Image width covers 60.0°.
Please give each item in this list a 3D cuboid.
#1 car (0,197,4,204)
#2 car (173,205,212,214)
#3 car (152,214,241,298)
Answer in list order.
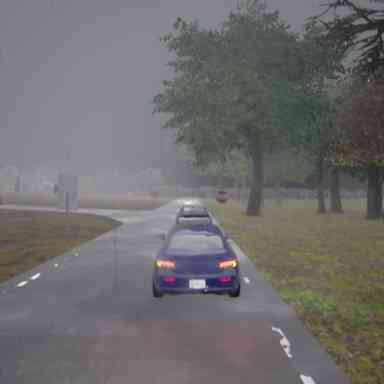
[{"bbox_3d":[-19.984,0.622,30.540,4.718,1.301,1.895,3,-1,1],"label":"car"},{"bbox_3d":[0.046,1.463,17.898,2.128,1.511,4.902,0,0,-2],"label":"car"},{"bbox_3d":[0.083,1.511,8.374,1.812,1.442,4.674,0,0,0],"label":"car"}]
